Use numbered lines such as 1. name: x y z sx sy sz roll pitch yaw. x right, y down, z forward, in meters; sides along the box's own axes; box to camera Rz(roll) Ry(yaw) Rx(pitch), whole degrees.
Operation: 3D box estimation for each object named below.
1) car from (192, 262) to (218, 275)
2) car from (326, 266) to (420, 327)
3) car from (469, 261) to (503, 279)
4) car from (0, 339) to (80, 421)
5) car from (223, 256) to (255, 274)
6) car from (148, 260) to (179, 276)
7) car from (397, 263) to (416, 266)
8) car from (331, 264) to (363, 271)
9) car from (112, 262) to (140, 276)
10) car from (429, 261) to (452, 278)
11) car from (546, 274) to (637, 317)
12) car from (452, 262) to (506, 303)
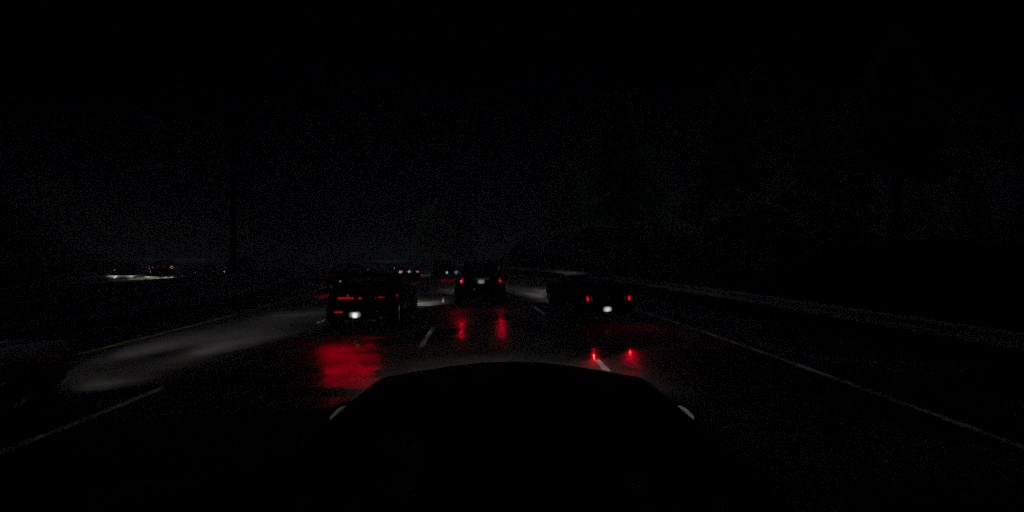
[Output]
1. car: -34.431 1.392 40.312 1.994 1.385 4.181 0 0 -37
2. car: -4.286 1.249 11.563 1.837 1.490 4.892 0 0 -6
3. car: -2.453 1.235 32.633 1.994 1.385 4.181 0 0 -21
4. car: -7.067 1.387 2.913 1.895 1.301 4.718 0 0 -1
5. car: -27.394 1.021 36.140 2.150 2.045 5.566 0 0 -31
6. car: -37.768 1.202 38.917 2.097 1.767 4.553 0 0 -38
7. car: -8.892 1.262 30.222 2.033 1.411 5.357 0 0 -21
8. car: -9.926 1.223 21.985 1.882 1.535 5.008 0 0 -15
9. car: -43.758 1.427 40.769 2.033 1.411 5.357 0 0 -41
10. car: -6.574 1.196 33.669 1.837 1.490 4.892 0 0 -21
11. car: 2.589 1.303 12.961 1.895 1.301 4.718 0 0 -7
12. car: -1.595 1.066 16.685 2.097 1.767 4.553 0 0 -9
